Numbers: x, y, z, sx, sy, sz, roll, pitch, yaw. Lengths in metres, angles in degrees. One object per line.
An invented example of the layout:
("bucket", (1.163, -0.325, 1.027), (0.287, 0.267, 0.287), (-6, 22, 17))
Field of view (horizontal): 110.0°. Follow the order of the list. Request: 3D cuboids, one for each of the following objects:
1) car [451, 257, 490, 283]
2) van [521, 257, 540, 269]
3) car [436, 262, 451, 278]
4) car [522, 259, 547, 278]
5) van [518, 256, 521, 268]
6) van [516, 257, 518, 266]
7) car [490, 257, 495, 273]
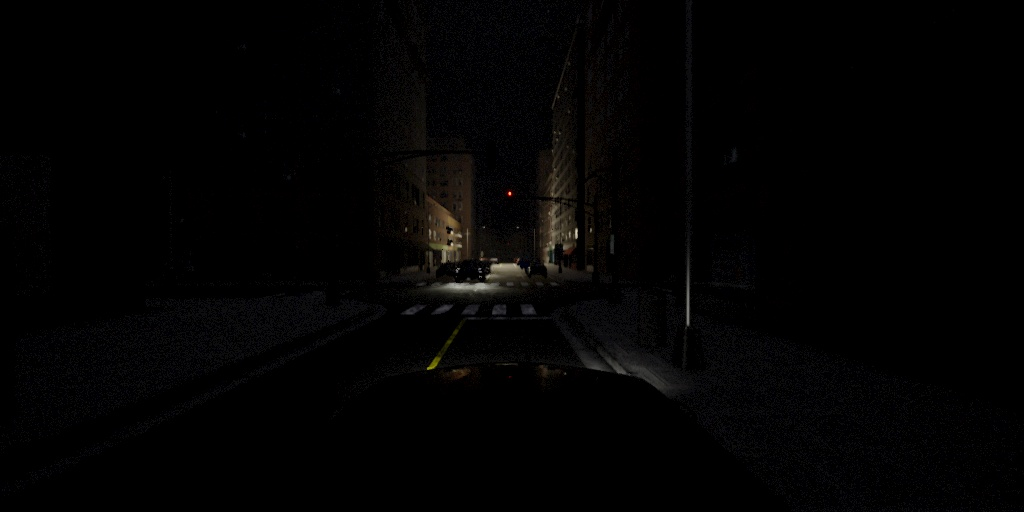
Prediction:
("car", (-3.065, 1.024, 27.319), (2.097, 1.767, 4.553), (0, 0, -1))
("van", (2.184, 1.029, 38.653), (1.690, 1.789, 3.998), (0, 0, -1))
("car", (-5.770, 1.265, 32.872), (1.948, 1.339, 4.313), (0, 0, -1))
("car", (2.254, 1.249, 32.971), (2.007, 1.370, 4.403), (0, 0, -1))
("van", (2.043, 1.008, 50.017), (1.690, 1.789, 3.998), (0, 0, -1))
("van", (1.973, 0.996, 55.699), (1.690, 1.789, 3.998), (0, 0, -1))
("car", (-3.205, 1.182, 38.752), (1.882, 1.535, 5.008), (0, 0, -1))
